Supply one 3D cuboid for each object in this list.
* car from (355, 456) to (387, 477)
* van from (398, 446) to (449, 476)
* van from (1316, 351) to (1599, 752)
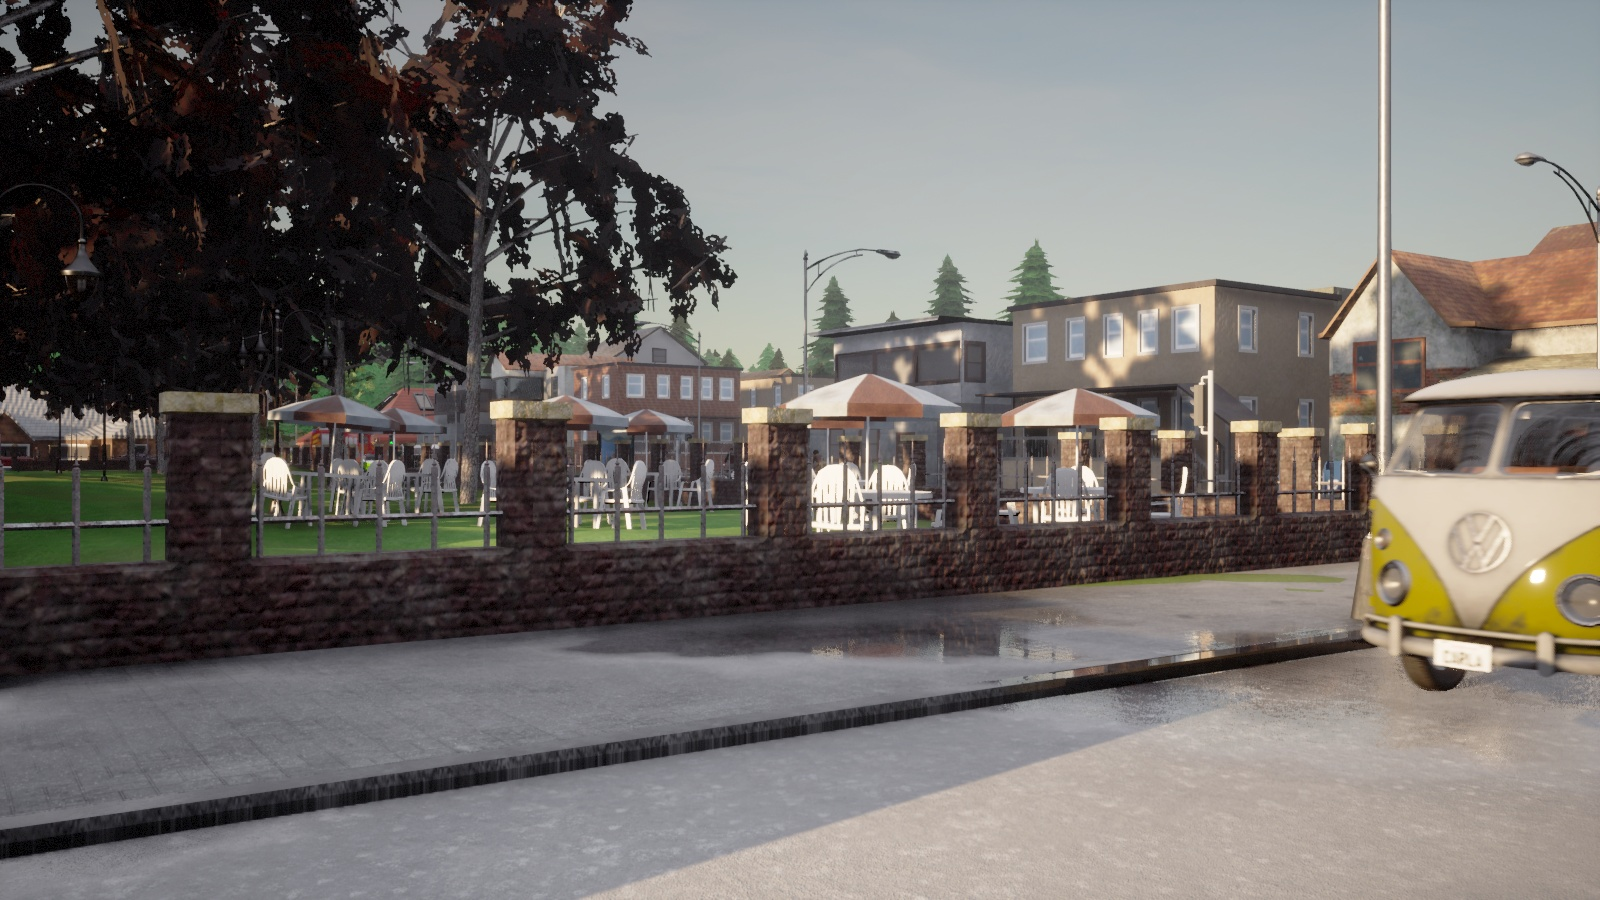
[{"bbox_3d":[-28.675,1.066,83.927,1.481,1.376,2.207,0,-1,-36],"label":"car"},{"bbox_3d":[-26.280,0.738,87.559,2.069,2.038,4.480,0,0,-35],"label":"van"},{"bbox_3d":[5.413,0.506,8.029,4.442,1.987,1.775,0,0,-35],"label":"van"}]
